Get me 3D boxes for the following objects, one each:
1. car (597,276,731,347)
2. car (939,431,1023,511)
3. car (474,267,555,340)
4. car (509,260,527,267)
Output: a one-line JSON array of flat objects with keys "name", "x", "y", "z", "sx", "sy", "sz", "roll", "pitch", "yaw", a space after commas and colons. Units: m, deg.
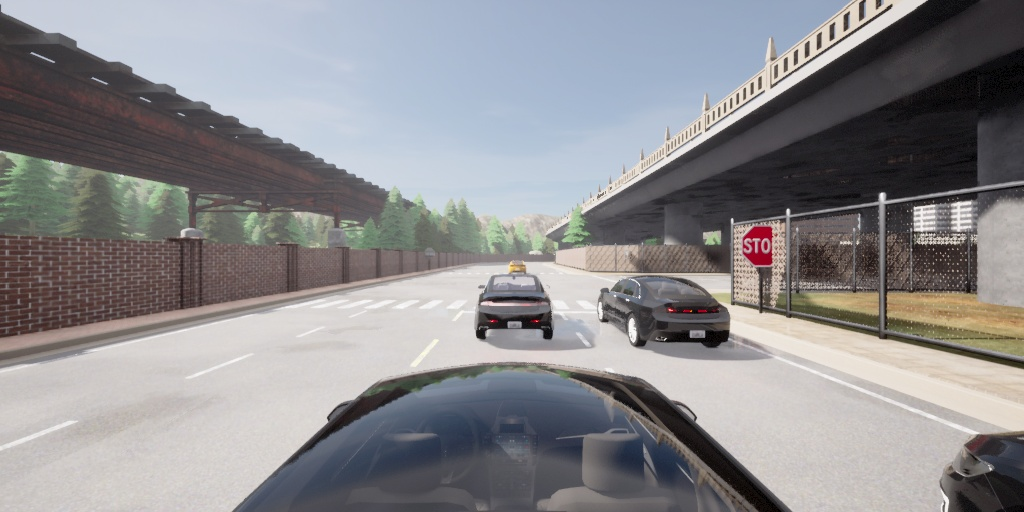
[{"name": "car", "x": 3.559, "y": 1.255, "z": 9.299, "sx": 1.837, "sy": 1.490, "sz": 4.892, "roll": 0, "pitch": 0, "yaw": 0}, {"name": "car", "x": 3.556, "y": 1.255, "z": 0.127, "sx": 1.837, "sy": 1.490, "sz": 4.892, "roll": 0, "pitch": 0, "yaw": 0}, {"name": "car", "x": 0.057, "y": 1.242, "z": 10.000, "sx": 2.128, "sy": 1.511, "sz": 4.902, "roll": 0, "pitch": 0, "yaw": 0}, {"name": "car", "x": 0.642, "y": 1.228, "z": 40.778, "sx": 1.882, "sy": 1.535, "sz": 5.008, "roll": 0, "pitch": 0, "yaw": 1}]
